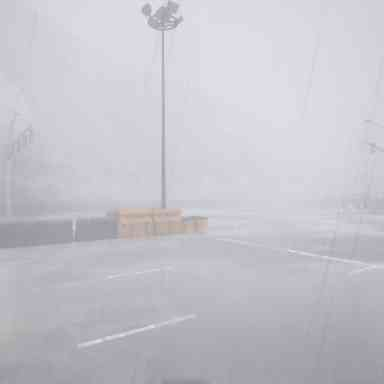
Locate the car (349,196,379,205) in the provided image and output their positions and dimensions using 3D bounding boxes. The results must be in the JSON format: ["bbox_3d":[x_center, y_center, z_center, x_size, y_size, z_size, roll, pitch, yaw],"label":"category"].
[{"bbox_3d":[28.027,1.333,54.149,5.357,1.411,2.033,0,0,-35],"label":"car"}]

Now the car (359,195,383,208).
[{"bbox_3d":[23.805,1.431,42.550,4.718,1.301,1.895,0,0,-36],"label":"car"}]

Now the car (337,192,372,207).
[{"bbox_3d":[23.070,1.044,46.326,5.566,2.045,2.150,0,0,-36],"label":"car"}]

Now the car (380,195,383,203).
[{"bbox_3d":[35.886,1.247,59.690,4.892,1.490,1.837,0,0,-36],"label":"car"}]

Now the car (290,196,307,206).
[{"bbox_3d":[16.929,1.360,50.540,4.674,1.442,1.812,0,0,-35],"label":"car"}]

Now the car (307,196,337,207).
[{"bbox_3d":[19.431,1.323,48.025,4.902,1.511,2.128,0,0,-36],"label":"car"}]

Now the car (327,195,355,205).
[{"bbox_3d":[25.387,1.280,56.564,4.902,1.511,2.128,0,0,-35],"label":"car"}]

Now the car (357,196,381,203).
[{"bbox_3d":[32.958,1.343,61.898,4.718,1.301,1.895,0,0,-36],"label":"car"}]
